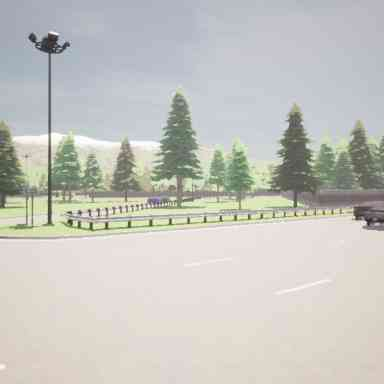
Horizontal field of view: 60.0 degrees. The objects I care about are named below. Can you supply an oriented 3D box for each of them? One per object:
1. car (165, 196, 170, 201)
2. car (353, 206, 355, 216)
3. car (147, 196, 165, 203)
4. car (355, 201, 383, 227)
[{"bbox_3d":[-5.672,1.526,69.464,1.812,1.442,4.674,0,0,5],"label":"car"},{"bbox_3d":[15.354,1.478,27.559,5.008,1.535,1.882,0,0,-35],"label":"car"},{"bbox_3d":[-6.648,1.478,59.425,1.882,1.535,5.008,0,0,5],"label":"car"},{"bbox_3d":[13.167,1.490,21.707,4.902,1.511,2.128,0,0,-35],"label":"car"}]
